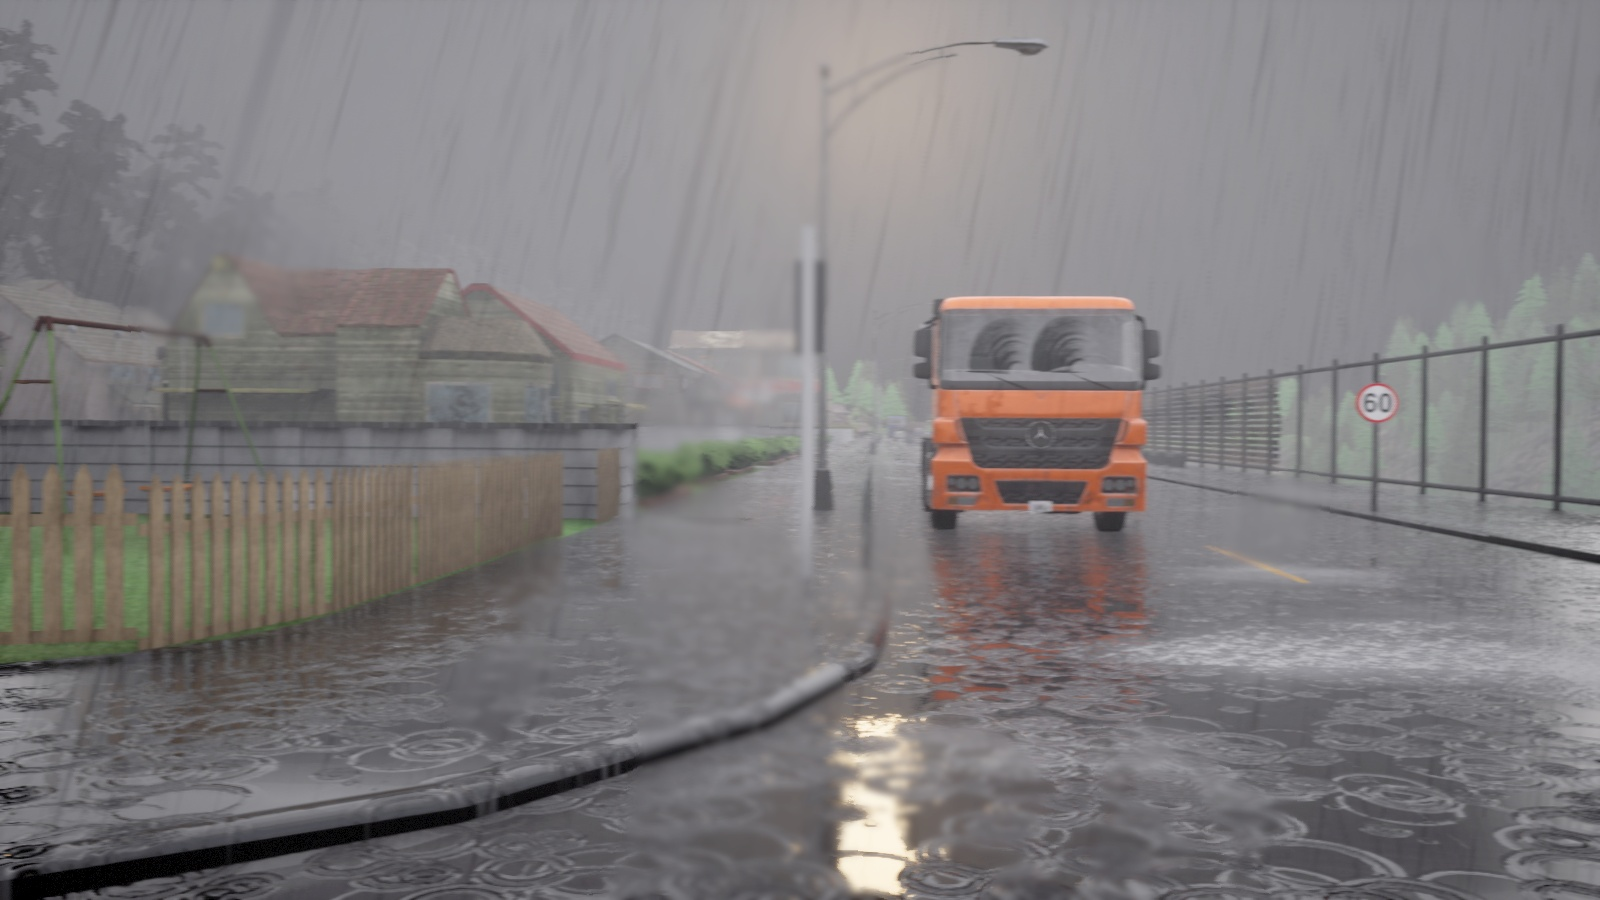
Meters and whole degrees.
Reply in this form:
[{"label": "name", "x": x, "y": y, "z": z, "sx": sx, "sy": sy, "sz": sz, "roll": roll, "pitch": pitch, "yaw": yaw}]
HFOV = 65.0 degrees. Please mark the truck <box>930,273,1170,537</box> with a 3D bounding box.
[{"label": "truck", "x": 3.712, "y": -0.655, "z": 20.573, "sx": 2.891, "sy": 3.462, "sz": 7.936, "roll": -1, "pitch": 1, "yaw": 4}]
